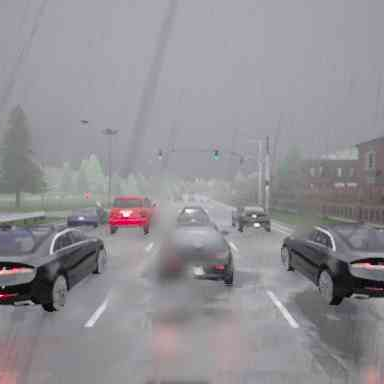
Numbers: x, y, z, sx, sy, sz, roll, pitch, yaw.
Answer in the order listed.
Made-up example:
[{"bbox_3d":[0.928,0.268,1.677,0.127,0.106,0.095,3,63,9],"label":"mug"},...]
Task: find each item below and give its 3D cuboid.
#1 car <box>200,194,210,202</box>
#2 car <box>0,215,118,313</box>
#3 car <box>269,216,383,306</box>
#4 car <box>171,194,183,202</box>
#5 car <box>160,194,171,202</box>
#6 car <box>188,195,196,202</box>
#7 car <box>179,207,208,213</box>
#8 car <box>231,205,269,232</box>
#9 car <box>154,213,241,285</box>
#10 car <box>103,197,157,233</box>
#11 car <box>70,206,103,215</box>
[{"bbox_3d":[3.469,1.467,86.305,2.150,2.045,5.566,0,0,0],"label":"car"},{"bbox_3d":[-3.406,1.515,7.709,2.128,1.511,4.902,0,0,0],"label":"car"},{"bbox_3d":[3.594,1.516,8.075,2.128,1.511,4.902,0,0,0],"label":"car"},{"bbox_3d":[-3.531,1.467,86.303,2.150,2.045,5.566,0,0,0],"label":"car"},{"bbox_3d":[-7.031,1.467,86.301,2.150,2.045,5.566,0,0,0],"label":"car"},{"bbox_3d":[-0.031,1.782,86.273,2.033,1.411,5.357,0,0,0],"label":"car"},{"bbox_3d":[0.087,1.626,21.209,1.994,1.385,4.181,0,0,0],"label":"car"},{"bbox_3d":[3.587,1.566,20.771,1.837,1.490,4.892,0,0,0],"label":"car"},{"bbox_3d":[0.093,1.554,9.463,1.812,1.442,4.674,0,0,0],"label":"car"},{"bbox_3d":[-3.414,1.280,19.997,2.150,2.045,5.566,0,0,0],"label":"car"},{"bbox_3d":[-6.912,1.631,22.749,1.994,1.385,4.181,0,0,0],"label":"car"}]
